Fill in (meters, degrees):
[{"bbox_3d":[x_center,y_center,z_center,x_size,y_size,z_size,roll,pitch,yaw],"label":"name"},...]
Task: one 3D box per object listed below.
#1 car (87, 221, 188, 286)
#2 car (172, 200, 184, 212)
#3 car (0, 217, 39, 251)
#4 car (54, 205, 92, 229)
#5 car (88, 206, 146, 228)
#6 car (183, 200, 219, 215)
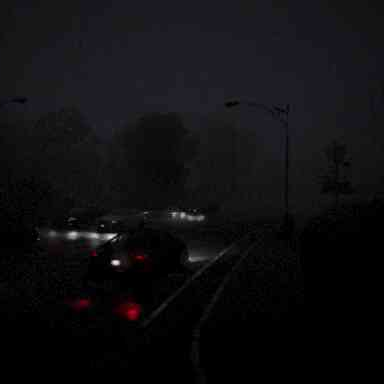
[{"bbox_3d":[-1.491,1.855,10.557,1.994,1.385,4.181,1,-1,14],"label":"car"},{"bbox_3d":[-0.385,1.653,41.538,2.033,1.411,5.357,0,1,29],"label":"car"},{"bbox_3d":[-8.128,1.722,13.040,1.812,1.442,4.674,1,-1,17],"label":"car"},{"bbox_3d":[-8.026,1.780,24.841,1.882,1.535,5.008,1,0,21],"label":"car"},{"bbox_3d":[-4.869,1.866,23.294,1.812,1.442,4.674,1,0,20],"label":"car"},{"bbox_3d":[1.443,1.664,37.523,2.128,1.511,4.902,0,1,28],"label":"car"}]
